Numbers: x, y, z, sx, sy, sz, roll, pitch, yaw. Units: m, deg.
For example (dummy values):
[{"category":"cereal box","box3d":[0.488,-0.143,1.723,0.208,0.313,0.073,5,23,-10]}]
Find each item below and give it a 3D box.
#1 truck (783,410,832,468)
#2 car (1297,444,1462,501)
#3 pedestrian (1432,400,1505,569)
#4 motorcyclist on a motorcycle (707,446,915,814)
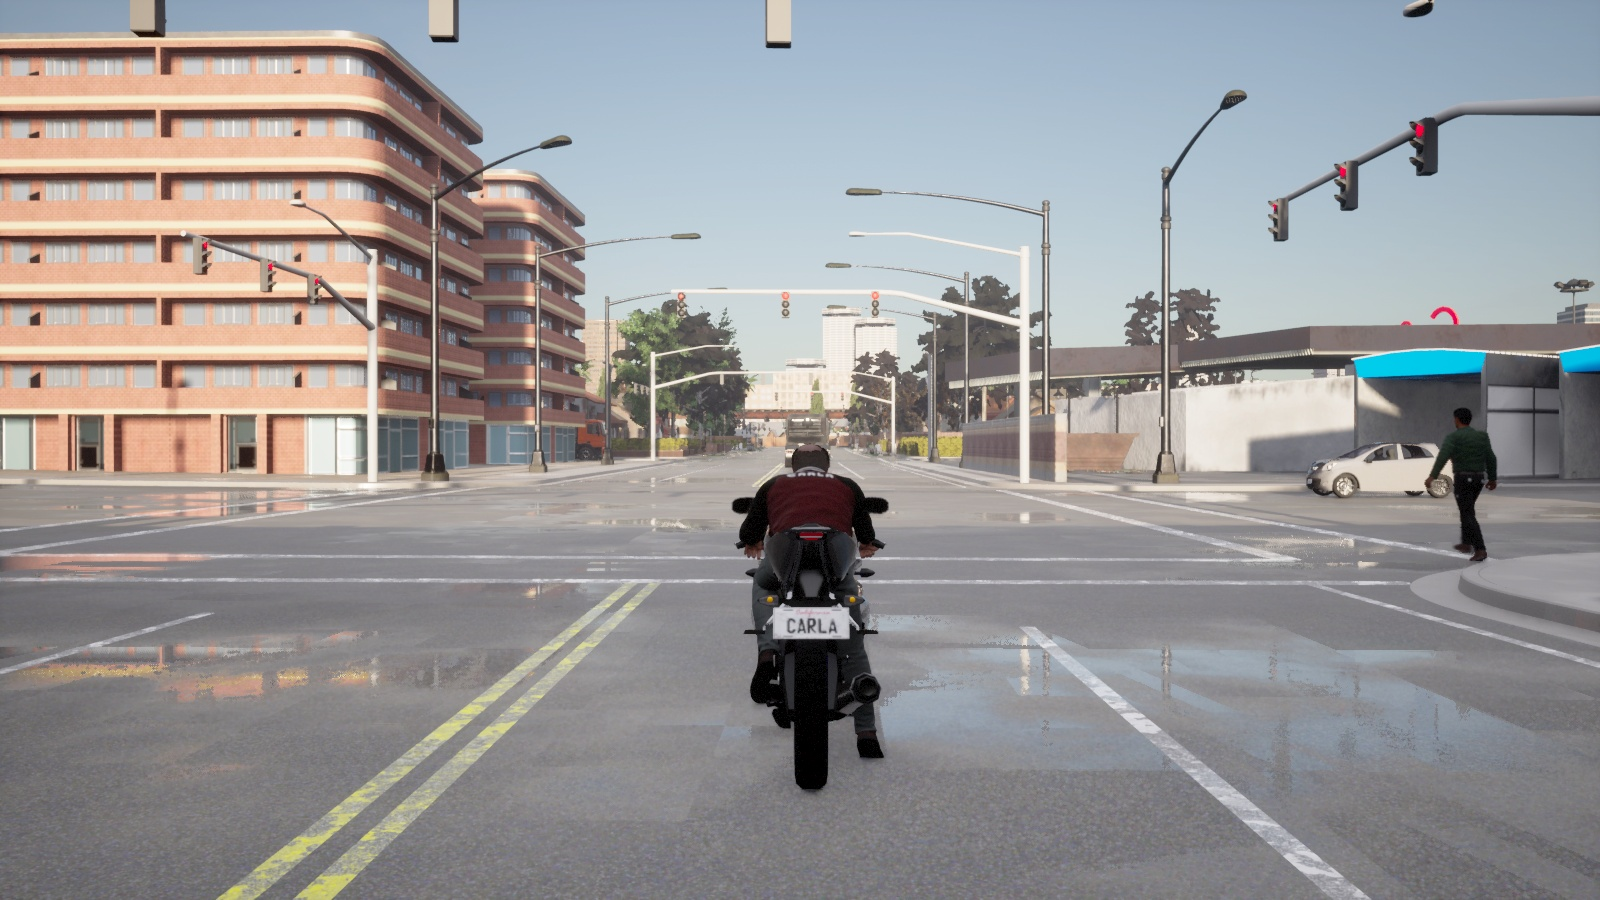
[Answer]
[{"category":"truck","box3d":[0.466,-0.678,78.471,2.891,3.462,7.936,0,0,0]},{"category":"car","box3d":[15.650,0.581,34.043,3.633,1.501,1.845,0,0,1]},{"category":"pedestrian","box3d":[7.945,0.399,14.942,0.423,1.949,0.788,0,0,-2]},{"category":"motorcyclist on a motorcycle","box3d":[0.052,0.746,6.329,0.866,1.530,2.191,0,0,0]}]
